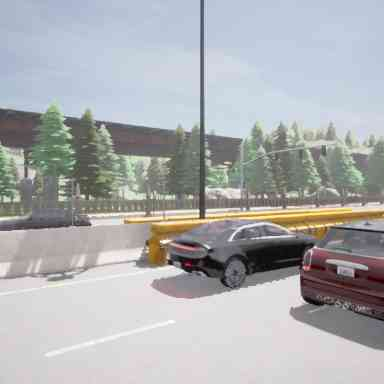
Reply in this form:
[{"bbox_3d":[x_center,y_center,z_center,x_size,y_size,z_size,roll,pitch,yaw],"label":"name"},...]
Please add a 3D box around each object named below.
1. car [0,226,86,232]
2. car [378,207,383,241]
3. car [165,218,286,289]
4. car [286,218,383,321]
[{"bbox_3d":[-7.242,1.525,15.974,4.674,1.442,1.812,0,0,-35],"label":"car"},{"bbox_3d":[11.310,1.491,16.119,4.902,1.511,2.128,0,0,-36],"label":"car"},{"bbox_3d":[1.616,1.491,9.200,4.902,1.511,2.128,0,0,-36],"label":"car"},{"bbox_3d":[4.310,1.352,6.825,4.553,1.767,2.097,0,0,-36],"label":"car"}]
